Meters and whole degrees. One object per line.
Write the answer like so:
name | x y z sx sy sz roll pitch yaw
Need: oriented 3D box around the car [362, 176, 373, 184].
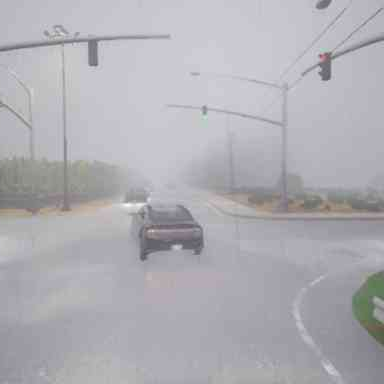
car | 41.925 -2.710 79.032 1.905 1.878 3.866 10 11 41

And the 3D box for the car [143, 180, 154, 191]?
car | -6.785 -0.956 49.433 2.097 1.767 4.553 0 3 -5

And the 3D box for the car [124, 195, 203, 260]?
car | -1.009 1.132 11.197 2.128 1.511 4.902 -1 3 -15

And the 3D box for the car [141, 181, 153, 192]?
car | -5.862 -0.270 39.375 1.812 1.442 4.674 0 3 -5

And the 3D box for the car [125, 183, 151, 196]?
car | -5.078 0.207 30.758 1.994 1.385 4.181 0 3 -5

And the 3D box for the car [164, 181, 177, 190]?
car | -3.596 -1.088 55.408 1.812 1.442 4.674 0 3 -3
